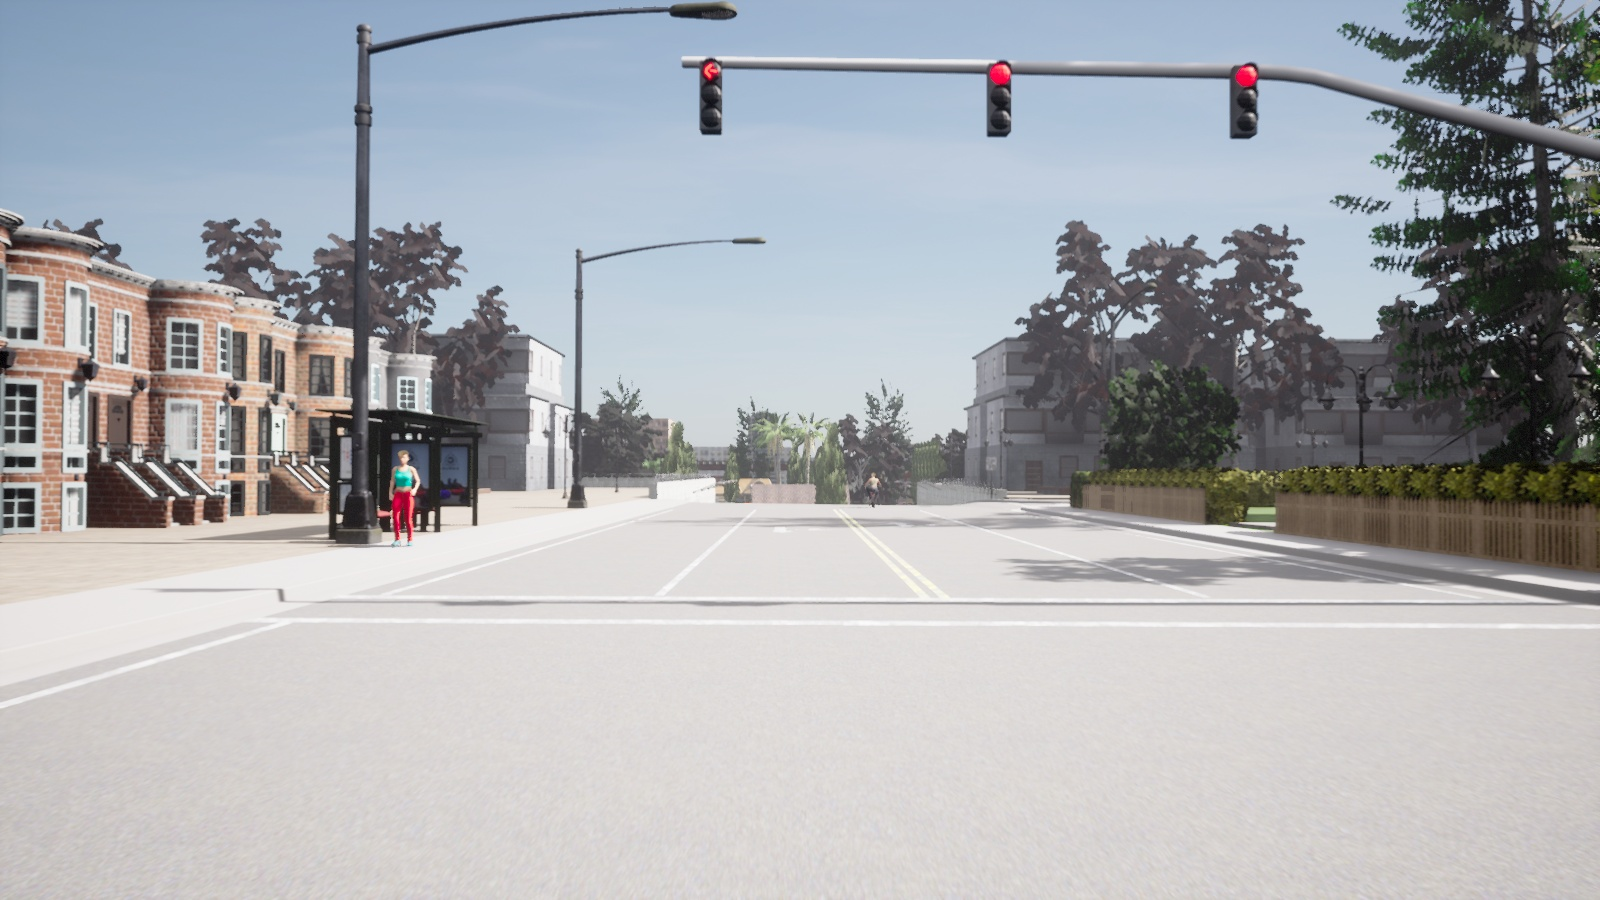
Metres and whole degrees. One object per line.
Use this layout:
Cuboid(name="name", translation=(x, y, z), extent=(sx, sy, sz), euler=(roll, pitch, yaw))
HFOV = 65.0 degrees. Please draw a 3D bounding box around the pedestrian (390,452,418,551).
Cuboid(name="pedestrian", translation=(-7.449, 0.961, 23.647), extent=(0.345, 1.836, 0.594), euler=(0, -1, -2))
